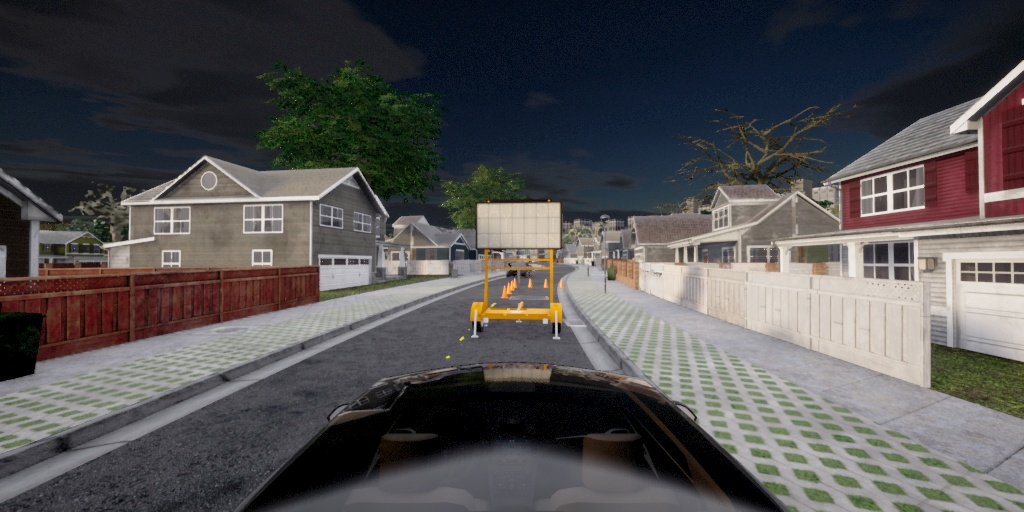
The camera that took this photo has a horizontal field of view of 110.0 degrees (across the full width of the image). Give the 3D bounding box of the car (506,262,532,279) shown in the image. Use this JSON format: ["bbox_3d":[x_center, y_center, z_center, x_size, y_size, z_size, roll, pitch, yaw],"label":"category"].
[{"bbox_3d":[0.720,1.307,34.120,1.837,1.490,4.892,0,0,11],"label":"car"}]

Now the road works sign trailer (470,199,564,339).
[{"bbox_3d":[0.200,0.219,10.121,2.380,3.560,2.880,0,0,5],"label":"road works sign trailer"}]
